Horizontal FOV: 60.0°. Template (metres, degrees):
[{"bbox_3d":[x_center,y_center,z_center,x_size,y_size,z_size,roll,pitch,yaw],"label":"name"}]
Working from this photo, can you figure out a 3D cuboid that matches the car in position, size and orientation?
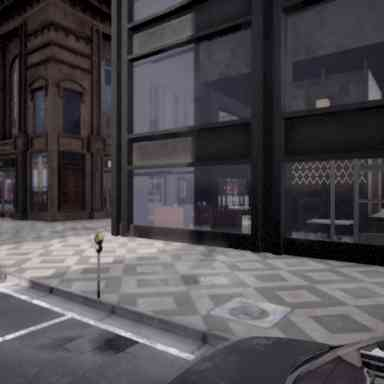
[{"bbox_3d":[1.686,1.552,1.761,4.403,1.369,2.008,0,0,36],"label":"car"}]
